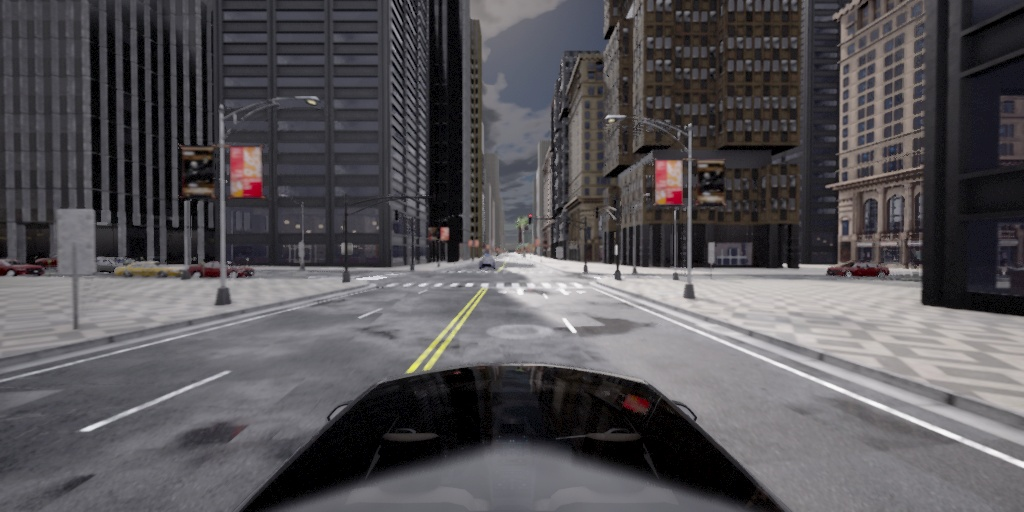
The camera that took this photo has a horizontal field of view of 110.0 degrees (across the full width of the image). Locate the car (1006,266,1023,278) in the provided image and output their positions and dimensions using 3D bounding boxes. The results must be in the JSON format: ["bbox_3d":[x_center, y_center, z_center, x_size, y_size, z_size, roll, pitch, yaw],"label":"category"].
[{"bbox_3d":[50.600,1.449,34.385,4.902,1.511,2.128,0,1,0],"label":"car"}]

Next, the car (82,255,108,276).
[{"bbox_3d":[-34.402,0.908,30.947,4.902,1.511,2.128,1,1,0],"label":"car"}]

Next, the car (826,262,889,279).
[{"bbox_3d":[33.078,1.332,34.421,5.008,1.535,1.882,0,1,0],"label":"car"}]

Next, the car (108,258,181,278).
[{"bbox_3d":[-28.238,1.031,28.229,4.829,1.417,1.751,0,0,0],"label":"car"}]

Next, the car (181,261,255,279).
[{"bbox_3d":[-22.783,1.096,28.261,4.507,1.381,1.888,0,0,0],"label":"car"}]

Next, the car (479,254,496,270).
[{"bbox_3d":[-3.247,0.917,47.838,2.097,1.767,4.553,0,0,0],"label":"car"}]

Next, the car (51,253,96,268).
[{"bbox_3d":[-45.329,0.554,36.655,5.009,1.841,2.192,0,0,0],"label":"car"}]

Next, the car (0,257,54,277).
[{"bbox_3d":[-39.658,0.955,28.163,4.507,1.381,1.888,0,0,0],"label":"car"}]
